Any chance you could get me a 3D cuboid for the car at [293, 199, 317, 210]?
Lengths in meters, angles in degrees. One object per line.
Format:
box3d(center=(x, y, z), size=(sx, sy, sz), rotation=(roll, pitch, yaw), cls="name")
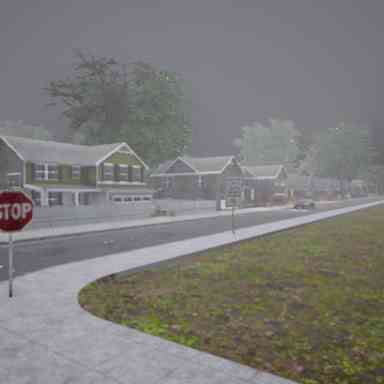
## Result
box3d(center=(15.616, 1.633, 45.725), size=(2.033, 1.411, 5.357), rotation=(-1, 0, 35), cls="car")
